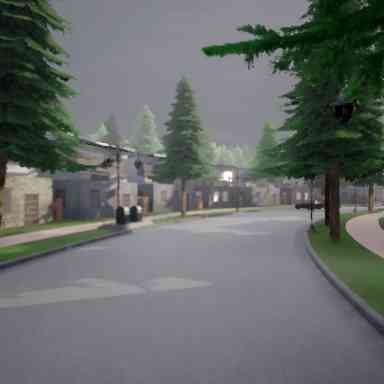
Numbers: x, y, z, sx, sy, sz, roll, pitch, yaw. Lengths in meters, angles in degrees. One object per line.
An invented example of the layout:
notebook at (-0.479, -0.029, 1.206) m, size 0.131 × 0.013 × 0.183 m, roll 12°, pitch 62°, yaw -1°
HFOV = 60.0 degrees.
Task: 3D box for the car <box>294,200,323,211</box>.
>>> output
car at (15.197, 1.708, 43.273) m, size 1.895 × 1.301 × 4.718 m, roll 0°, pitch 0°, yaw 45°
